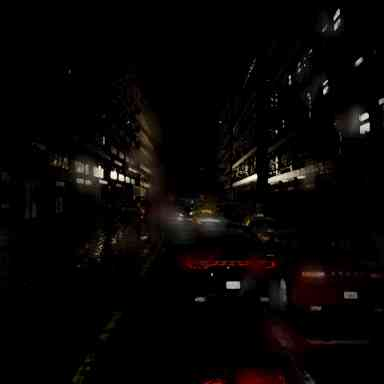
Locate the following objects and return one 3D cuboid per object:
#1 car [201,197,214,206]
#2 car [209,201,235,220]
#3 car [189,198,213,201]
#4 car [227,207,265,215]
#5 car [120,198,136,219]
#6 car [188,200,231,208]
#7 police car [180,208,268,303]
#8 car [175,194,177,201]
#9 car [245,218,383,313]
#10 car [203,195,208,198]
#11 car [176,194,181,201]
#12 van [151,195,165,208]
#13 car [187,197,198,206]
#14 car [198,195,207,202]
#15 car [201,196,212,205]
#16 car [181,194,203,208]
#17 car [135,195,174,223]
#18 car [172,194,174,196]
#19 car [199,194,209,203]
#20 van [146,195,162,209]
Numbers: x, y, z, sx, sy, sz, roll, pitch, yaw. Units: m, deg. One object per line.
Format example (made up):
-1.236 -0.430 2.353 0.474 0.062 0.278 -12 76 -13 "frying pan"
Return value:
2.653 1.658 57.424 1.887 1.381 4.507 1 0 0 "car"
2.620 1.584 29.770 1.887 1.381 4.507 1 0 0 "car"
0.855 1.484 24.513 1.801 1.575 5.366 0 0 0 "car"
2.602 1.537 13.350 1.752 1.417 4.829 1 0 0 "car"
-5.259 1.565 29.673 1.752 1.417 4.829 2 0 0 "car"
0.848 1.474 18.511 1.801 1.575 5.366 0 0 0 "car"
0.720 1.432 8.425 1.930 1.638 5.238 0 0 0 "police car"
-5.202 1.767 79.617 1.947 1.339 4.313 1 0 0 "car"
2.595 1.550 7.648 1.887 1.381 4.507 1 0 0 "car"
2.647 1.639 51.894 1.887 1.381 4.507 1 0 0 "car"
-2.643 1.751 88.696 1.837 1.490 4.892 0 -1 0 "car"
-5.229 1.436 51.965 1.690 1.788 3.998 1 0 0 "van"
0.071 1.597 59.044 1.882 1.535 5.008 0 0 0 "car"
2.653 1.667 85.081 1.967 1.590 4.097 1 0 0 "car"
2.669 1.574 62.956 1.967 1.590 4.097 1 0 0 "car"
0.059 1.295 44.752 2.150 2.045 5.566 0 0 0 "car"
-2.817 1.384 26.086 2.097 1.767 4.553 0 0 0 "car"
-5.215 1.449 63.026 2.192 1.841 5.009 1 0 0 "car"
2.643 1.491 74.018 2.192 1.841 5.009 1 0 0 "car"
-5.235 1.419 46.433 1.690 1.788 3.998 2 0 0 "van"
